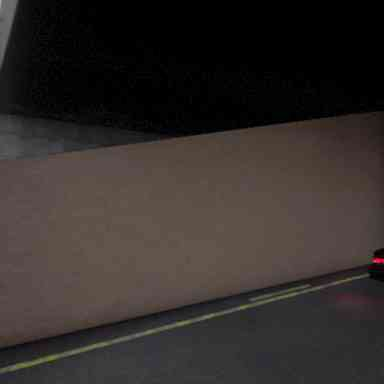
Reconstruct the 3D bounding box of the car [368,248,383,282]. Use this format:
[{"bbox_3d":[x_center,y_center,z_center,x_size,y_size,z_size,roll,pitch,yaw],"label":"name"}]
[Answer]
[{"bbox_3d":[6.699,1.666,8.626,5.357,1.411,2.033,1,0,-35],"label":"car"}]
